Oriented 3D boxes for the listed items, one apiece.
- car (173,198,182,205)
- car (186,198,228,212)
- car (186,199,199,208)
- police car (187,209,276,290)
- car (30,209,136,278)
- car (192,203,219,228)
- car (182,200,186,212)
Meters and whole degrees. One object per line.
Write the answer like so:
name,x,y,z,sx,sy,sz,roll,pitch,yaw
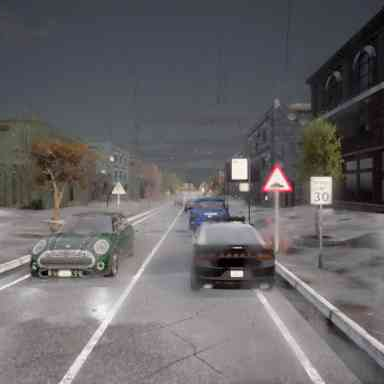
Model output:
car,-2.914,2.062,71.382,1.837,1.490,4.892,0,1,0
car,0.923,1.377,19.235,2.150,2.045,5.566,0,-1,0
car,0.072,2.039,57.797,2.033,1.411,5.357,0,0,0
police car,0.910,1.476,9.314,1.930,1.638,5.238,0,-1,0
car,-3.090,1.413,10.337,2.097,1.767,4.553,0,-1,0
car,0.930,1.671,25.394,1.801,1.575,5.366,0,-1,0
car,0.083,1.754,45.402,2.097,1.767,4.553,0,0,1
